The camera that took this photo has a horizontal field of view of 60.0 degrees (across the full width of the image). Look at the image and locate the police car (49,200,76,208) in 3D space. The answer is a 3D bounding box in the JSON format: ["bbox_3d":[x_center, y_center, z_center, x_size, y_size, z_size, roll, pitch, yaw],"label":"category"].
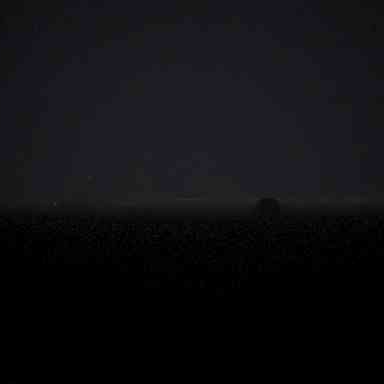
[{"bbox_3d":[-25.445,2.333,65.538,1.930,1.638,5.238,-1,-1,35],"label":"police car"}]
